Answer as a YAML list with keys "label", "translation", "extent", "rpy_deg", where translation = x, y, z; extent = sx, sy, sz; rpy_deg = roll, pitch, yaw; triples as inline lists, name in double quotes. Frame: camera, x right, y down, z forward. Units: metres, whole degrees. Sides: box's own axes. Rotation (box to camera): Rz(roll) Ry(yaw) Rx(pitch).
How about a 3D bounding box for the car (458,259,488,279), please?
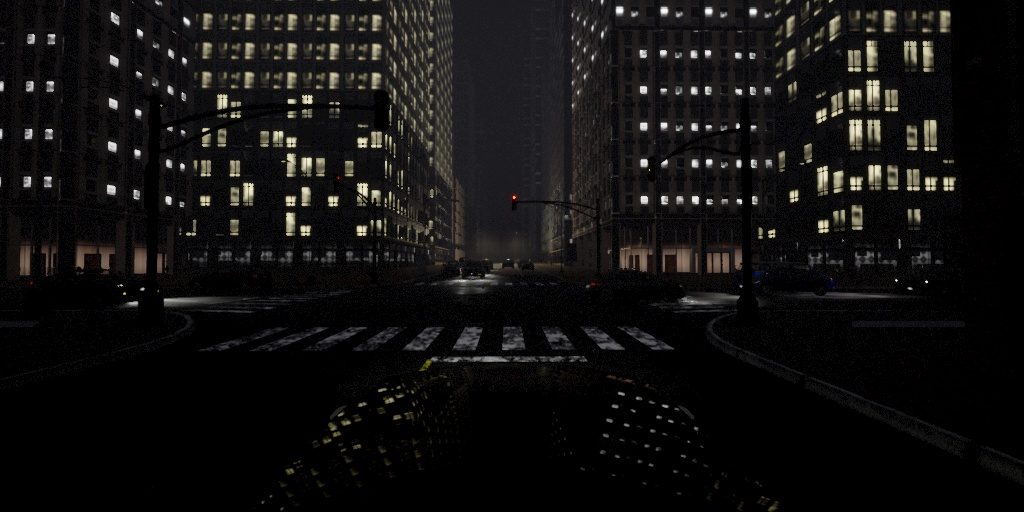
- label: "car"
  translation: [-3.498, 1.266, 33.207]
  extent: [1.837, 1.490, 4.892]
  rpy_deg: [0, 0, -1]

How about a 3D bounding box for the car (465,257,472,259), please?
- label: "car"
  translation: [-6.278, 1.082, 48.170]
  extent: [2.192, 1.841, 5.009]
  rpy_deg: [0, 0, -1]

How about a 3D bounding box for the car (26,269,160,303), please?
- label: "car"
  translation: [-18.130, 1.263, 15.662]
  extent: [4.181, 1.385, 1.994]
  rpy_deg: [0, -1, 0]

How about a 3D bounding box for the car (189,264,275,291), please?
- label: "car"
  translation: [-16.742, 1.255, 21.448]
  extent: [4.097, 1.591, 1.967]
  rpy_deg: [0, 0, -1]

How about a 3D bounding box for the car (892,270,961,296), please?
- label: "car"
  translation: [23.579, 1.435, 19.289]
  extent: [4.718, 1.301, 1.895]
  rpy_deg: [0, -1, -1]

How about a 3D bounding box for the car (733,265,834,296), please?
- label: "car"
  translation: [14.536, 1.342, 19.192]
  extent: [4.674, 1.442, 1.812]
  rpy_deg: [0, -1, -2]

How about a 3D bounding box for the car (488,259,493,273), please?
- label: "car"
  translation: [-3.625, 1.367, 43.424]
  extent: [1.895, 1.301, 4.718]
  rpy_deg: [0, 0, -1]

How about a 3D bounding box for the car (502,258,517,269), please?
- label: "car"
  translation: [-0.622, 1.263, 58.571]
  extent: [2.128, 1.511, 4.902]
  rpy_deg: [0, 0, -1]

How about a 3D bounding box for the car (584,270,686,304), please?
- label: "car"
  translation: [5.341, 1.311, 15.878]
  extent: [4.181, 1.385, 1.994]
  rpy_deg: [0, 0, -1]

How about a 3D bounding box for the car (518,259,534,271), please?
- label: "car"
  translation: [2.101, 1.349, 48.339]
  extent: [1.802, 1.307, 4.207]
  rpy_deg: [0, 0, -1]

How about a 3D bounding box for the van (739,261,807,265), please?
- label: "van"
  translation: [15.730, 1.210, 21.787]
  extent: [3.998, 1.789, 1.690]
  rpy_deg: [0, 0, -1]

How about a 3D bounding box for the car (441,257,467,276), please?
- label: "car"
  translation: [-6.137, 1.203, 37.021]
  extent: [1.967, 1.591, 4.097]
  rpy_deg: [0, 0, -1]
